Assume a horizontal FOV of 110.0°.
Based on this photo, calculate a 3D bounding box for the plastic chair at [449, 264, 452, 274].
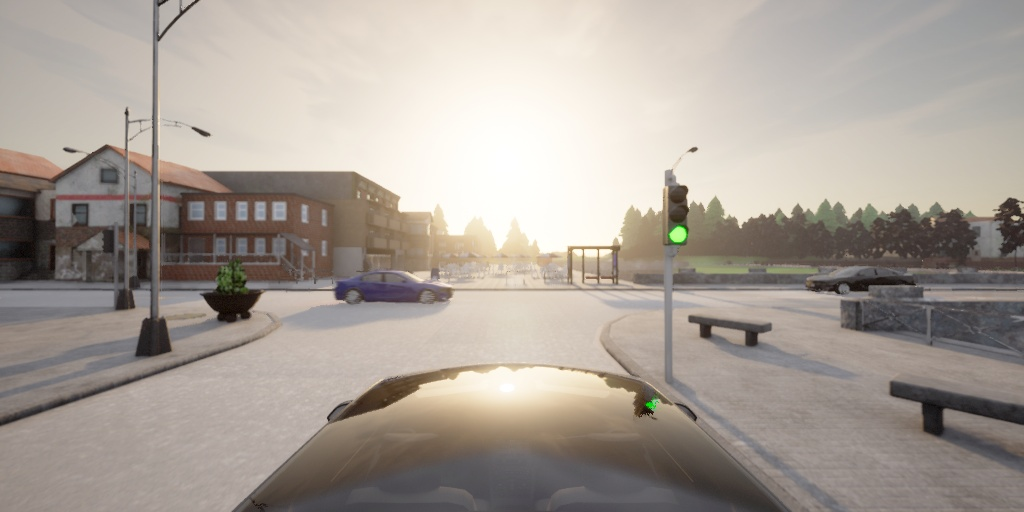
[{"bbox_3d":[-5.591,1.467,35.784,0.730,1.272,0.750,0,0,0],"label":"plastic chair"}]

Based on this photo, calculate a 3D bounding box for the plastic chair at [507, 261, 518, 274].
[{"bbox_3d":[0.102,1.504,42.590,0.730,1.272,0.750,0,0,0],"label":"plastic chair"}]

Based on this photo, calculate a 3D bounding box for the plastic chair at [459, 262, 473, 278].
[{"bbox_3d":[-4.390,1.460,34.486,0.750,1.272,0.730,0,0,0],"label":"plastic chair"}]

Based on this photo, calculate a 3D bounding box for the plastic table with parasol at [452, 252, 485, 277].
[{"bbox_3d":[-4.271,0.863,35.706,2.482,2.480,2.482,0,0,0],"label":"plastic table with parasol"}]

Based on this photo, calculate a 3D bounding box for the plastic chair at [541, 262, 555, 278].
[{"bbox_3d":[3.411,1.455,33.693,0.750,1.272,0.730,0,0,0],"label":"plastic chair"}]

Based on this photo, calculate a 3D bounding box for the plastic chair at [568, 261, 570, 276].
[{"bbox_3d":[6.301,1.509,43.496,0.730,1.272,0.750,0,0,0],"label":"plastic chair"}]

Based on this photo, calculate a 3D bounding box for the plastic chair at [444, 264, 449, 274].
[{"bbox_3d":[-7.093,1.496,41.115,0.750,1.272,0.730,0,0,-1],"label":"plastic chair"}]

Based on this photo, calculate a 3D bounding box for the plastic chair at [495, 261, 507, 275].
[{"bbox_3d":[-1.297,1.498,41.489,0.750,1.272,0.730,0,0,0],"label":"plastic chair"}]

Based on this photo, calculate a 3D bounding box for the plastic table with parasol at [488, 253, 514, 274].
[{"bbox_3d":[-1.248,0.901,42.689,2.482,2.480,2.482,0,0,0],"label":"plastic table with parasol"}]

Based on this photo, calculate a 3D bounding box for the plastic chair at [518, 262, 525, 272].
[{"bbox_3d":[0.999,1.540,49.122,0.750,1.272,0.730,0,0,-1],"label":"plastic chair"}]

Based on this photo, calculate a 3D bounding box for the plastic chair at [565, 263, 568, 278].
[{"bbox_3d":[4.810,1.461,34.795,0.730,1.272,0.750,0,0,0],"label":"plastic chair"}]

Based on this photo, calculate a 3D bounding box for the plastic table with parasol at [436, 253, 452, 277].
[{"bbox_3d":[-7.168,0.899,42.293,2.482,2.480,2.482,0,0,0],"label":"plastic table with parasol"}]

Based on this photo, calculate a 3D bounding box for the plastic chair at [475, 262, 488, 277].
[{"bbox_3d":[-2.991,1.466,35.587,0.730,1.272,0.750,0,0,0],"label":"plastic chair"}]

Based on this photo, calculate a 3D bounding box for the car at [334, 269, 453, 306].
[{"bbox_3d":[-5.127,1.366,15.791,5.008,1.535,1.882,0,0,0],"label":"car"}]

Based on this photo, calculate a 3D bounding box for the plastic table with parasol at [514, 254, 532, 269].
[{"bbox_3d":[1.114,0.943,50.301,2.482,2.480,2.482,0,0,0],"label":"plastic table with parasol"}]

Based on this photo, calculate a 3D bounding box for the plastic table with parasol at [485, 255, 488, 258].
[{"bbox_3d":[-4.673,0.981,57.215,2.482,2.480,2.482,0,0,0],"label":"plastic table with parasol"}]

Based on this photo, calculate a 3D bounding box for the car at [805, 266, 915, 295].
[{"bbox_3d":[19.193,1.328,19.917,5.008,1.535,1.882,-1,0,0],"label":"car"}]

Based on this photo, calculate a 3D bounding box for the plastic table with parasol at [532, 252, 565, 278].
[{"bbox_3d":[3.549,0.858,34.963,2.482,2.480,2.482,0,0,0],"label":"plastic table with parasol"}]

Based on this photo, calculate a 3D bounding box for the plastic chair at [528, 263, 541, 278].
[{"bbox_3d":[2.209,1.463,34.992,0.730,1.272,0.750,0,0,0],"label":"plastic chair"}]
